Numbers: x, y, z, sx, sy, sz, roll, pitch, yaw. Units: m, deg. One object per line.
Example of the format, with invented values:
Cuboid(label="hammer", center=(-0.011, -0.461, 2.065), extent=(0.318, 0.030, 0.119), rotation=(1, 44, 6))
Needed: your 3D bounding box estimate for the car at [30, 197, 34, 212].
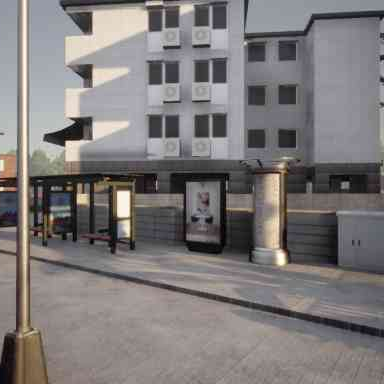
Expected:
Cuboid(label="car", center=(-16.871, 1.352, 34.256), extent=(2.097, 1.767, 4.553), rotation=(0, 0, 36))
